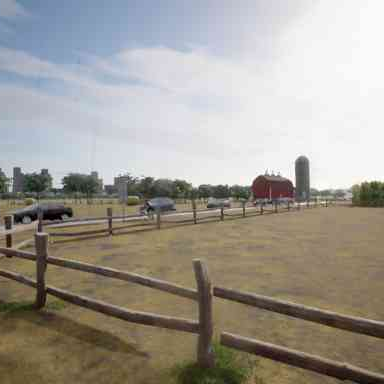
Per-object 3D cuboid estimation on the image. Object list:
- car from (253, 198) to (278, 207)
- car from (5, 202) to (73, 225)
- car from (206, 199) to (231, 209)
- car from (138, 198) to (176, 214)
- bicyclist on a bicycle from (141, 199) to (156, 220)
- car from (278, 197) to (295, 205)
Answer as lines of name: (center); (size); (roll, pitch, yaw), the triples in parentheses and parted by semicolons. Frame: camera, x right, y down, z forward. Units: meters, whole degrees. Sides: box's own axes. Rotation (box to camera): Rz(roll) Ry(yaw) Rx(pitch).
car: (11.542, 1.680, 53.012); (1.895, 1.301, 4.718); (-2, -2, 35)
car: (-11.596, 1.575, 25.490); (1.882, 1.535, 5.008); (-2, -1, 35)
car: (3.755, 1.700, 47.091); (1.994, 1.385, 4.181); (-2, -1, 35)
car: (-3.815, 1.467, 36.474); (2.097, 1.767, 4.553); (-2, -1, 35)
bicyclist on a bicycle: (-3.522, 1.419, 26.545); (1.656, 1.620, 0.582); (0, 0, 35)
car: (17.303, 1.688, 61.112); (2.033, 1.411, 5.357); (-2, -2, 35)
